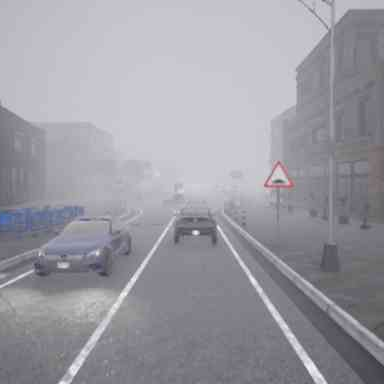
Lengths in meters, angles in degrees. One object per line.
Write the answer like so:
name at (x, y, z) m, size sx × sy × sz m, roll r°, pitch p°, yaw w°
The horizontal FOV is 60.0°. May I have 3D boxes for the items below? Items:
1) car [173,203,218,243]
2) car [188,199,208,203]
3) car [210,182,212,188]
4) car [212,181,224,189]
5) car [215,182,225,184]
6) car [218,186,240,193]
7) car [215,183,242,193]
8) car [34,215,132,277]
car at (0.158, 1.412, 15.589) m, size 1.837 × 1.490 × 4.892 m, roll 0°, pitch -1°, yaw 0°
car at (0.513, 1.272, 30.825) m, size 1.895 × 1.301 × 4.718 m, roll 0°, pitch 1°, yaw 4°
car at (8.351, -1.520, 92.733) m, size 4.892 × 1.521 × 2.231 m, roll 0°, pitch 3°, yaw 0°
car at (8.458, -1.241, 81.708) m, size 5.566 × 2.045 × 2.435 m, roll 0°, pitch 3°, yaw 0°
car at (8.418, -0.974, 78.963) m, size 4.553 × 1.767 × 2.185 m, roll 0°, pitch 3°, yaw 0°
car at (8.475, -0.663, 76.220) m, size 4.674 × 1.452 × 2.002 m, roll 0°, pitch 3°, yaw 0°
car at (8.307, -0.557, 73.463) m, size 5.366 × 1.575 × 1.946 m, roll 0°, pitch 3°, yaw 0°
car at (-3.036, 1.481, 10.240) m, size 1.812 × 1.442 × 4.674 m, roll 0°, pitch 0°, yaw 1°
